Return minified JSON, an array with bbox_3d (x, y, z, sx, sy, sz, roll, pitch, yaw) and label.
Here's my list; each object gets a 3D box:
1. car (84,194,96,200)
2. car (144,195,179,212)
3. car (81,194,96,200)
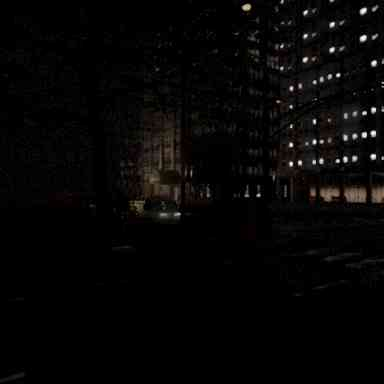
[{"bbox_3d":[-27.025,1.326,88.122,1.994,1.385,4.181,1,0,-34],"label":"car"},{"bbox_3d":[-3.203,1.148,34.790,2.097,1.767,4.553,1,0,-34],"label":"car"},{"bbox_3d":[-15.904,1.110,53.929,2.097,1.767,4.553,1,0,-33],"label":"car"}]
